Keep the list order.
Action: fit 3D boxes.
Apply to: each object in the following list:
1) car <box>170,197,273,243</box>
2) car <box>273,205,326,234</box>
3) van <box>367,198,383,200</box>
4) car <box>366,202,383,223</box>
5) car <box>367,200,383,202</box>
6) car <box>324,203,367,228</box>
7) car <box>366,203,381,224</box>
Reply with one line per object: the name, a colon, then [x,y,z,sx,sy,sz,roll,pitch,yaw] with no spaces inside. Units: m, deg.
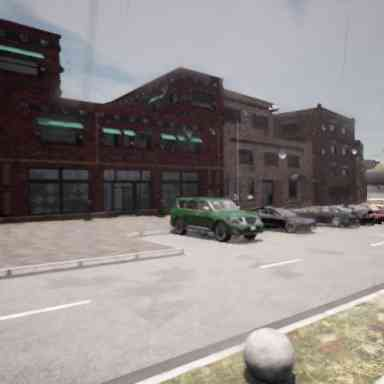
car: [1.064,1.304,17.199,2.435,2.045,5.566,1,-1,-38]
car: [5.314,1.649,20.631,2.163,1.488,4.792,1,-1,-39]
van: [19.577,1.648,33.539,1.878,1.987,4.442,1,-1,-44]
car: [13.674,1.805,27.855,2.163,1.488,4.792,1,-1,-42]
car: [17.801,1.838,31.437,1.946,1.575,5.366,1,-1,-43]
car: [9.565,1.703,24.259,2.231,1.521,4.892,1,-1,-40]
car: [11.600,1.769,26.083,2.163,1.488,4.792,1,-1,-41]
